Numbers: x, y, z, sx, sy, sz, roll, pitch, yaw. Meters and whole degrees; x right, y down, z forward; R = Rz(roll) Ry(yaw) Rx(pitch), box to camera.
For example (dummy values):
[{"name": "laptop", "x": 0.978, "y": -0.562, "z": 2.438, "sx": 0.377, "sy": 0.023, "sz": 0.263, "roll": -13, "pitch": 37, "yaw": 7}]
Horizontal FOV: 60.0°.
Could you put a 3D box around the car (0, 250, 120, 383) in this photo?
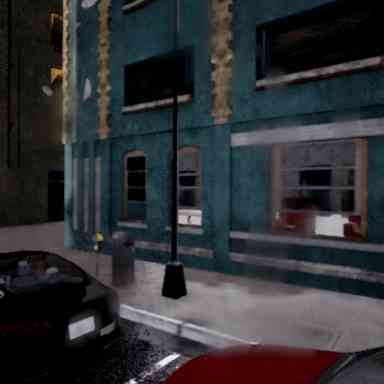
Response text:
[{"name": "car", "x": -2.932, "y": 1.561, "z": 4.959, "sx": 4.313, "sy": 1.339, "sz": 1.947, "roll": 0, "pitch": 1, "yaw": 36}]

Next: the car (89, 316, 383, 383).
[{"name": "car", "x": 1.564, "y": 1.582, "z": 1.751, "sx": 4.206, "sy": 1.307, "sz": 1.802, "roll": 0, "pitch": 1, "yaw": 36}]
